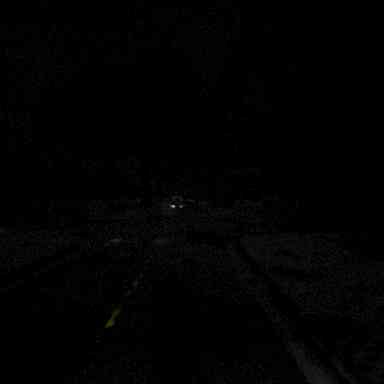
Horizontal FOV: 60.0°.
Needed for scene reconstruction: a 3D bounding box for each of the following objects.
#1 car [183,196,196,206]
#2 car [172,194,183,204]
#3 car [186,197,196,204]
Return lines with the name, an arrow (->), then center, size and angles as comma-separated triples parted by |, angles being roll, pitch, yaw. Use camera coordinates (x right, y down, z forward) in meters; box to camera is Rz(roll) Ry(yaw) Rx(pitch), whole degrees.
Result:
car -> -0.177, 1.823, 63.394 | 2.128, 1.511, 4.902 | 0, -1, 0
car -> -2.944, 1.352, 68.781 | 2.150, 2.045, 5.566 | 0, -1, 0
car -> -0.208, 1.856, 73.815 | 2.128, 1.511, 4.902 | 0, -1, 0
